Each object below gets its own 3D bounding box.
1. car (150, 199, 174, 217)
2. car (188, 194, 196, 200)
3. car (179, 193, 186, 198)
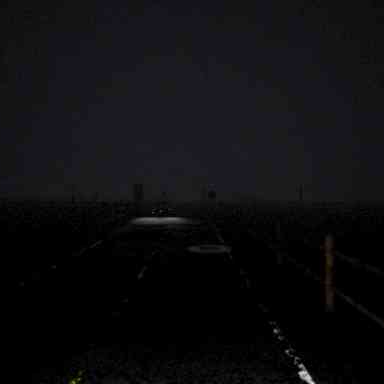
[{"bbox_3d":[-2.761,1.481,31.305,1.837,1.490,4.892,0,0,0],"label":"car"},{"bbox_3d":[0.023,1.449,89.422,1.812,1.442,4.674,0,0,0],"label":"car"},{"bbox_3d":[-2.726,1.028,94.848,1.882,1.535,5.008,0,0,0],"label":"car"}]
